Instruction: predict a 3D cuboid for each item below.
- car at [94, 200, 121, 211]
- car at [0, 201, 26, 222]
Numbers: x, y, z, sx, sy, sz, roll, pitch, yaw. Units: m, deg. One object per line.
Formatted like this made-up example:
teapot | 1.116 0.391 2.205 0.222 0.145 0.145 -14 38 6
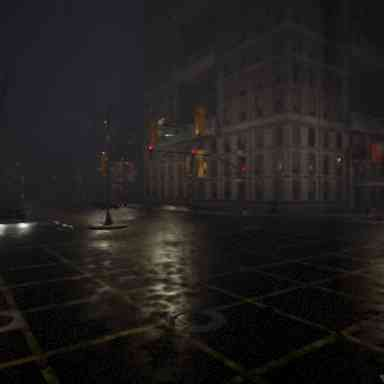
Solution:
car | -10.521 1.573 41.040 1.895 1.301 4.718 0 0 -35
car | -14.647 1.470 26.621 1.882 1.535 5.008 0 0 -35
